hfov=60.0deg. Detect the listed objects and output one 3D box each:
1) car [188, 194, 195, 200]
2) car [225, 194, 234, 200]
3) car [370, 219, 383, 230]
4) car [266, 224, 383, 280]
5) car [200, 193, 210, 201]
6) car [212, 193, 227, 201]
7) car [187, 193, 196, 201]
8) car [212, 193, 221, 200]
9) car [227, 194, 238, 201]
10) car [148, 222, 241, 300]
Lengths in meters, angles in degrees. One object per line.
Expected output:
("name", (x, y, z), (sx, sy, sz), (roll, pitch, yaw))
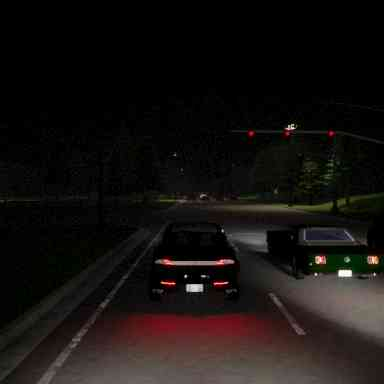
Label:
("car", (-0.159, 1.307, 92.613), (1.882, 1.535, 5.008), (0, 0, 0))
("car", (10.341, 1.329, 92.631), (1.837, 1.490, 4.892), (0, 0, 0))
("car", (7.057, 1.221, 9.027), (2.150, 2.045, 5.566), (0, 0, 0))
("car", (3.562, 1.600, 9.931), (1.895, 1.301, 4.718), (0, 0, 0))
("car", (3.358, 1.542, 82.616), (1.994, 1.385, 4.181), (0, 0, 0))
("car", (6.859, 1.528, 82.206), (2.033, 1.411, 5.357), (0, 0, 0))
("car", (-0.141, 1.214, 82.223), (2.150, 2.045, 5.566), (0, 0, 0))
("car", (6.841, 1.184, 92.595), (2.097, 1.767, 4.553), (0, 0, 0))
("car", (10.358, 1.514, 82.628), (1.812, 1.442, 4.674), (0, 0, 0))
("car", (0.057, 1.491, 8.334), (2.128, 1.511, 4.902), (0, 0, 0))
